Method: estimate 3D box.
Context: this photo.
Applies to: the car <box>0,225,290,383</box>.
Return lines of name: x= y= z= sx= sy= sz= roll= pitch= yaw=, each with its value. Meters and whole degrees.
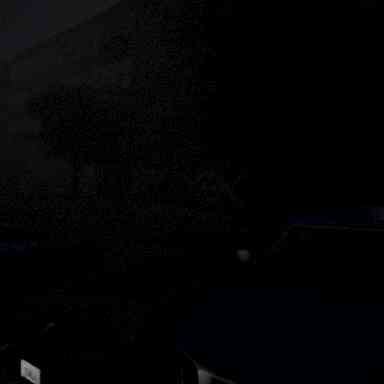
car: x=-0.323 y=1.509 z=5.477 sx=2.163 sy=1.488 sz=4.792 roll=0 pitch=0 yaw=35

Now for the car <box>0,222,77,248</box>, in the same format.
car: x=-4.839 y=1.508 z=8.768 sx=2.163 sy=1.488 sz=4.792 roll=0 pitch=0 yaw=35
